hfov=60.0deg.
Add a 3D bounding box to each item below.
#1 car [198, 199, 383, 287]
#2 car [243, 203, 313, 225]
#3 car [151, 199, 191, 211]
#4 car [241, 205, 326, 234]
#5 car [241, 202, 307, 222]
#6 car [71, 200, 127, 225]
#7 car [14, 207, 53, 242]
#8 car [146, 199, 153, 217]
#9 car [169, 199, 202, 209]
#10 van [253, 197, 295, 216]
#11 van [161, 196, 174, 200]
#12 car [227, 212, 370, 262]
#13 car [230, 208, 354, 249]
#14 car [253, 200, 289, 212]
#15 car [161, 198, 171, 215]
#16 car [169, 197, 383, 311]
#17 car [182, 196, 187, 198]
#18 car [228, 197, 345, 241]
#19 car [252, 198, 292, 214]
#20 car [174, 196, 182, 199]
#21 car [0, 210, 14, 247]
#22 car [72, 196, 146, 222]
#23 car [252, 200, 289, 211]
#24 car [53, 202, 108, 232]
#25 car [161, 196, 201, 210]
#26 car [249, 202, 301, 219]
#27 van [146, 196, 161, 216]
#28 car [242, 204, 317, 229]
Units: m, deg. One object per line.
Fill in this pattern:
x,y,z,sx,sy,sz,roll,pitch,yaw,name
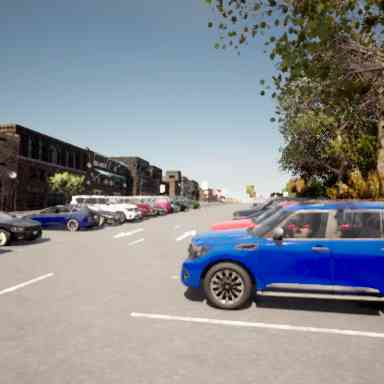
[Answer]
3.131,1.244,9.494,5.566,2.045,2.435,0,0,12,car
6.583,1.636,25.839,5.008,1.535,2.097,0,-1,12,car
-2.766,1.764,44.868,4.892,1.521,2.231,0,-1,12,car
5.473,1.613,20.381,4.792,1.488,2.163,0,0,12,car
6.979,1.659,28.603,5.366,1.575,1.946,0,-1,12,car
-7.393,1.543,22.920,4.892,1.521,2.231,0,0,12,car
-9.119,1.473,14.694,5.008,1.535,2.097,0,0,12,car
-6.241,1.595,28.412,5.008,1.535,2.097,0,-1,12,car
-1.038,1.880,53.093,4.892,1.521,2.231,0,-1,12,car
8.996,1.517,36.721,4.442,1.987,1.878,0,-1,12,van
-4.620,1.450,36.667,4.442,1.987,1.878,0,-1,12,van
3.752,1.555,12.332,4.674,1.452,2.002,0,0,12,car
4.296,1.536,14.937,5.008,1.535,2.097,0,0,12,car
10.607,1.878,44.910,4.674,1.452,2.002,0,-1,12,car
-5.090,1.650,33.898,4.892,1.521,2.231,0,-1,12,car
2.585,1.227,6.889,5.566,2.045,2.435,0,0,12,car
-3.322,1.482,42.122,5.566,2.045,2.435,0,-1,12,car
4.847,1.307,17.671,5.566,2.045,2.435,0,-1,12,car
9.425,1.646,39.471,4.553,1.767,2.185,0,-1,12,car
-3.960,1.577,39.392,4.553,1.767,2.185,0,-1,12,car
-9.507,1.451,11.915,5.366,1.575,1.946,0,0,12,car
-6.783,1.317,25.663,5.566,2.045,2.435,0,-1,12,car
11.187,1.876,47.636,5.008,1.535,2.097,0,-1,12,car
-7.991,1.547,20.187,4.792,1.488,2.163,0,0,12,car
-1.583,1.586,50.349,5.566,2.045,2.435,0,-1,12,car
7.731,1.729,31.290,4.674,1.452,2.002,0,-1,12,car
-5.545,1.397,31.132,4.442,1.987,1.878,0,-1,12,van
5.988,1.639,23.118,4.792,1.488,2.163,0,-1,12,car
